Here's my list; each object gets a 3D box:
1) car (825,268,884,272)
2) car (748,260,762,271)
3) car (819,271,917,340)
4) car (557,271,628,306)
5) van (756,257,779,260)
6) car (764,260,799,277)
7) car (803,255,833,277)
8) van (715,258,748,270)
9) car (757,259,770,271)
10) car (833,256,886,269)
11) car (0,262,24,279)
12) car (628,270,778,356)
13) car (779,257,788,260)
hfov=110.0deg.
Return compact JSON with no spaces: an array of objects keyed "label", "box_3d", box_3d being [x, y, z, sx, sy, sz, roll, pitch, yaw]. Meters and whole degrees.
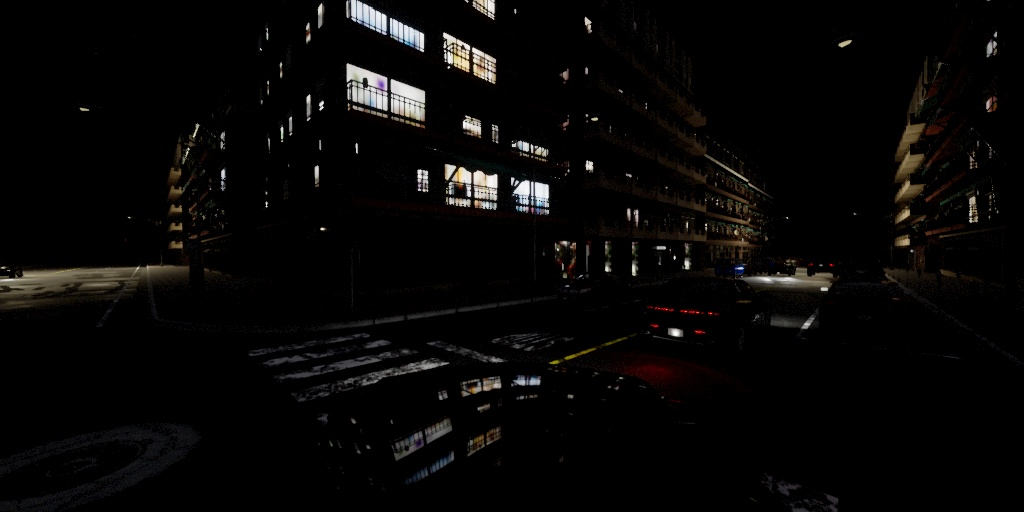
[{"label":"car","box_3d":[13.390,1.307,13.681,1.948,1.339,4.313,0,0,44]},{"label":"car","box_3d":[23.171,1.306,35.787,1.802,1.307,4.207,0,0,44]},{"label":"car","box_3d":[9.689,1.290,9.857,1.888,1.381,4.507,0,0,44]},{"label":"car","box_3d":[3.693,1.319,15.665,1.802,1.307,4.207,0,0,44]},{"label":"van","box_3d":[31.039,1.061,43.937,1.690,1.789,3.998,0,0,44]},{"label":"car","box_3d":[27.197,1.326,36.123,1.895,1.301,4.718,0,0,44]},{"label":"car","box_3d":[30.323,0.949,34.891,2.150,2.045,5.566,0,0,45]},{"label":"van","box_3d":[19.231,1.067,31.717,1.690,1.789,3.998,0,0,44]},{"label":"car","box_3d":[27.107,1.304,39.858,1.802,1.307,4.207,0,0,44]},{"label":"car","box_3d":[21.268,1.051,21.819,2.192,1.841,5.009,0,0,44]},{"label":"car","box_3d":[-45.468,1.273,31.918,4.674,1.442,1.812,0,1,44]},{"label":"car","box_3d":[4.891,1.249,8.765,1.837,1.490,4.892,0,0,44]},{"label":"car","box_3d":[34.958,1.034,48.025,2.192,1.841,5.009,0,0,44]}]
